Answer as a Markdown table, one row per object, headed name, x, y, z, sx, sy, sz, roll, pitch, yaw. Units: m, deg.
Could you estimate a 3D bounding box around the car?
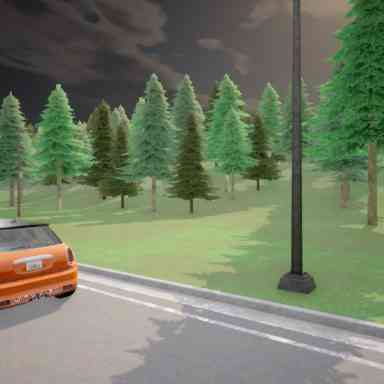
| name | x | y | z | sx | sy | sz | roll | pitch | yaw |
| --- | --- | --- | --- | --- | --- | --- | --- | --- | --- |
| car | -4.586 | 1.352 | 7.265 | 4.553 | 1.767 | 2.097 | 0 | 0 | 36 |
